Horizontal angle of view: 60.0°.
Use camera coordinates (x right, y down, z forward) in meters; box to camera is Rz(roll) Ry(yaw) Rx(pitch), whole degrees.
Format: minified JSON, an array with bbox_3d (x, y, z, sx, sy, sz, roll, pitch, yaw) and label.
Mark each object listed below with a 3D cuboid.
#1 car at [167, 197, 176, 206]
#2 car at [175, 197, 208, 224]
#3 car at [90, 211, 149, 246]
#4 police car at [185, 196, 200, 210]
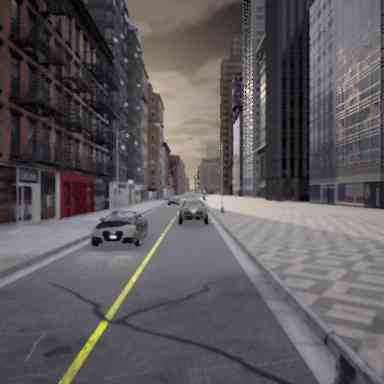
[{"bbox_3d":[-3.049,1.545,55.350,2.033,1.411,5.357,0,0,1],"label":"car"},{"bbox_3d":[0.098,1.347,24.853,2.097,1.767,4.553,0,0,0],"label":"car"},{"bbox_3d":[-3.098,1.560,14.990,1.994,1.385,4.181,0,0,0],"label":"car"},{"bbox_3d":[0.075,1.420,44.864,1.930,1.638,5.238,0,0,0],"label":"police car"}]
